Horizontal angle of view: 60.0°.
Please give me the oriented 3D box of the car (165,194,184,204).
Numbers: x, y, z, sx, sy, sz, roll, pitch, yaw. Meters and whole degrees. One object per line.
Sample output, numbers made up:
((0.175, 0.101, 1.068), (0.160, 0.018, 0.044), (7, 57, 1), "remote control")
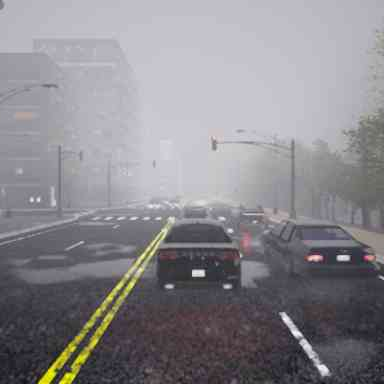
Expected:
((-3.000, 1.368, 58.147), (2.033, 1.411, 5.357), (0, 0, 1), "car")

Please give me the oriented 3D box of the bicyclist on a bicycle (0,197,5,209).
((-24.644, 1.442, 42.943), (0.582, 1.620, 1.656), (-1, 1, 0), "bicyclist on a bicycle")

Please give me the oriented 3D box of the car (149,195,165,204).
((-6.256, 1.422, 57.859), (1.895, 1.301, 4.718), (0, 0, 1), "car")

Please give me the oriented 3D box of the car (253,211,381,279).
((3.401, 1.513, 9.929), (2.033, 1.411, 5.357), (0, 0, 1), "car")

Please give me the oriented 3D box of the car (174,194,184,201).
((-2.849, 1.281, 73.646), (1.837, 1.490, 4.892), (0, 0, 0), "car")

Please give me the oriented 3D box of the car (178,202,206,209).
((0.207, 1.498, 19.683), (1.994, 1.385, 4.181), (0, 0, 0), "car")

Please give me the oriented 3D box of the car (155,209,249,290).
((0.148, 1.446, 8.993), (1.882, 1.535, 5.008), (0, 0, 0), "car")

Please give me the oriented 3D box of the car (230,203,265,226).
((3.461, 1.422, 20.591), (2.128, 1.511, 4.902), (0, 0, 0), "car")
